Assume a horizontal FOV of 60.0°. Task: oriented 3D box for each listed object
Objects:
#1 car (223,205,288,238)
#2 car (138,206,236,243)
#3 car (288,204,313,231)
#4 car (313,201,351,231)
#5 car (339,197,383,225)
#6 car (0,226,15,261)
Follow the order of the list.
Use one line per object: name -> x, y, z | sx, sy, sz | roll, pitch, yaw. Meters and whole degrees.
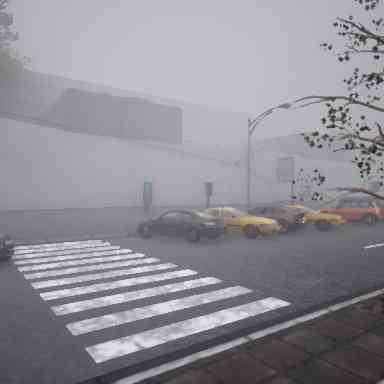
car -> 2.039, 1.508, 17.867 | 5.366, 1.575, 1.946 | -1, -1, 35
car -> -0.542, 1.545, 16.236 | 4.674, 1.452, 2.002 | -1, -1, 35
car -> 4.289, 1.555, 19.714 | 4.792, 1.488, 2.163 | -1, -1, 35
car -> 6.899, 1.533, 21.328 | 5.366, 1.575, 1.946 | -1, -1, 35
car -> 11.627, 1.431, 24.876 | 4.553, 1.767, 2.185 | -1, -1, 34
car -> -7.832, 1.493, 11.060 | 4.892, 1.521, 2.231 | -1, -1, 34
